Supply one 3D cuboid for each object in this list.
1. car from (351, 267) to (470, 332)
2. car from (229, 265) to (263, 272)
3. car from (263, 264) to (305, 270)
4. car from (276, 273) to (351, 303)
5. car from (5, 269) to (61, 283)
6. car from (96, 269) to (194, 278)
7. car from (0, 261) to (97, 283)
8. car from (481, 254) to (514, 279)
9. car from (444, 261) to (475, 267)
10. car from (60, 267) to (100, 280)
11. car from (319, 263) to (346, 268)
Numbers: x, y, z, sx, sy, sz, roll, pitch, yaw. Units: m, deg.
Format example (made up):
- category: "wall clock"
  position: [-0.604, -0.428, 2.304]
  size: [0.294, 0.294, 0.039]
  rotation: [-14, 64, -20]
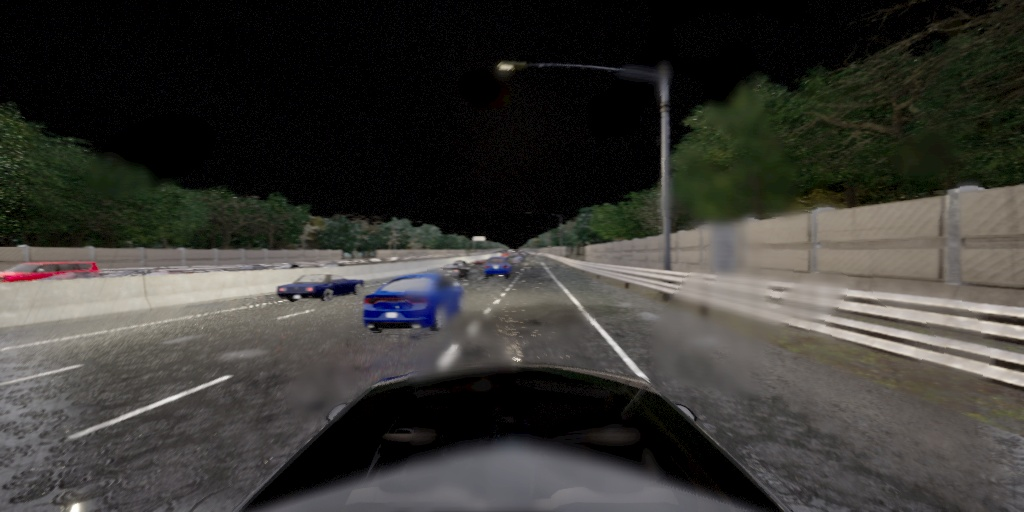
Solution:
- category: "car"
  position: [-2.768, 1.296, 11.198]
  size: [1.882, 1.535, 5.008]
  rotation: [-1, 0, 4]
- category: "car"
  position: [-28.987, 1.736, 39.979]
  size: [2.033, 1.411, 5.357]
  rotation: [-1, 0, 4]
- category: "car"
  position: [-25.436, 1.670, 40.775]
  size: [1.812, 1.442, 4.674]
  rotation: [-1, 0, 4]
- category: "car"
  position: [-9.324, 1.518, 18.016]
  size: [1.895, 1.301, 4.718]
  rotation: [-1, 0, 4]
- category: "car"
  position: [-26.695, 1.686, 21.805]
  size: [1.994, 1.385, 4.181]
  rotation: [-1, 0, 4]
- category: "car"
  position: [-19.782, 1.566, 20.356]
  size: [1.812, 1.442, 4.674]
  rotation: [-1, 0, 4]
- category: "car"
  position: [-30.122, 1.388, 23.015]
  size: [2.150, 2.045, 5.566]
  rotation: [-1, 0, 4]
- category: "car"
  position: [-1.260, 1.108, 34.377]
  size: [2.150, 2.045, 5.566]
  rotation: [-1, 0, 4]
- category: "car"
  position: [-4.954, 1.413, 31.352]
  size: [2.128, 1.511, 4.902]
  rotation: [-1, 0, 4]
- category: "car"
  position: [-23.185, 1.576, 21.860]
  size: [2.128, 1.511, 4.902]
  rotation: [-1, 0, 4]
- category: "car"
  position: [-18.663, 1.553, 37.379]
  size: [1.882, 1.535, 5.008]
  rotation: [-1, 0, 4]
